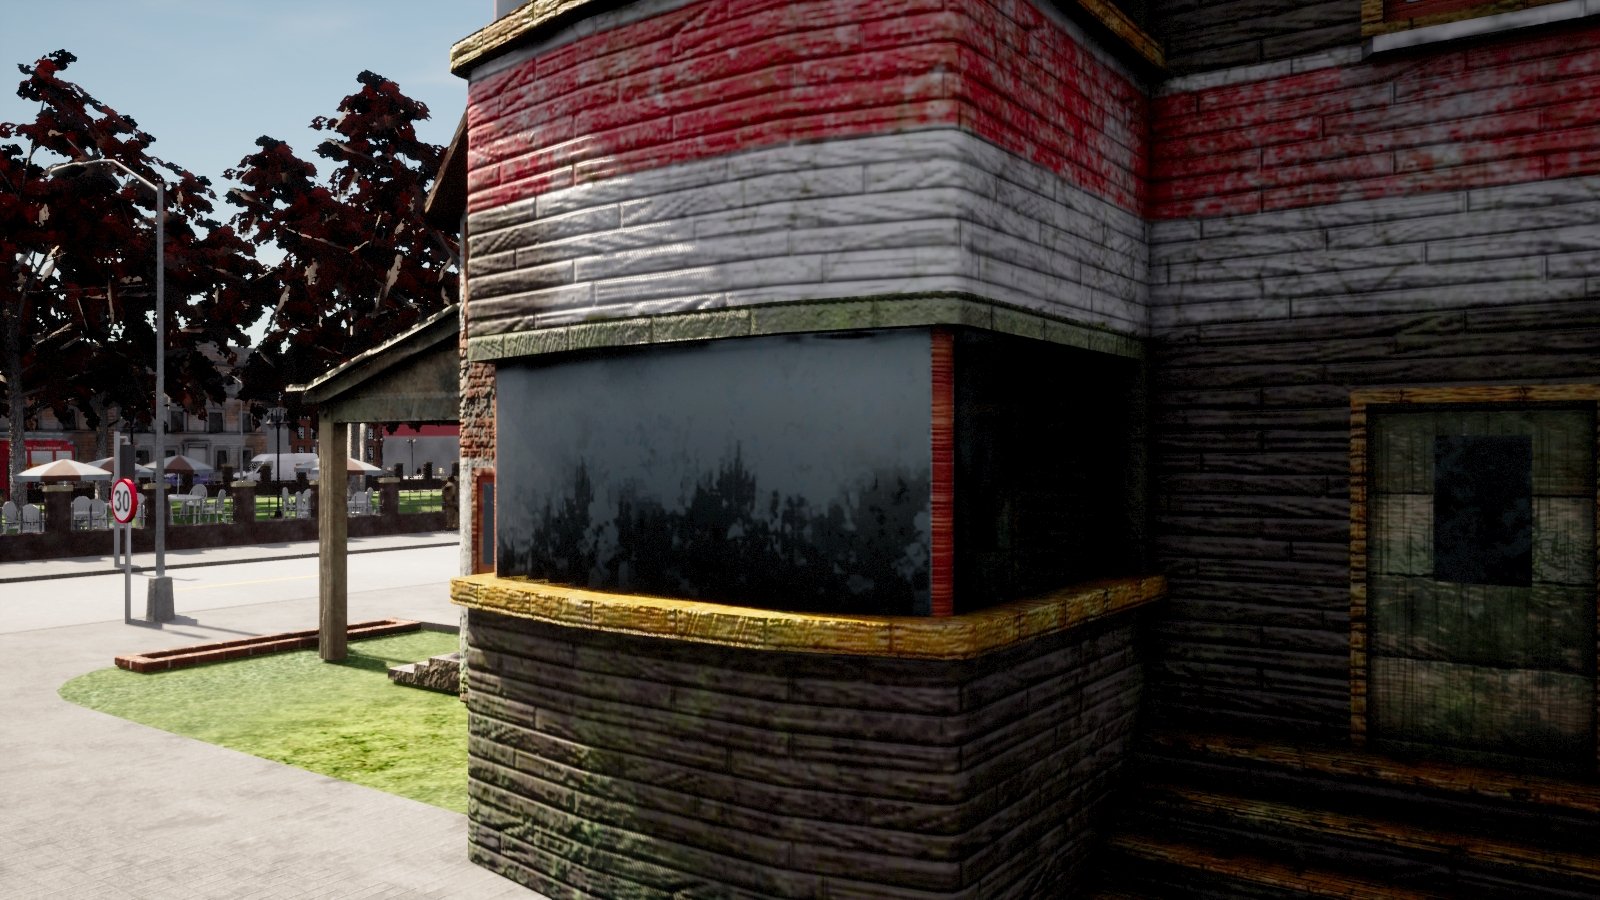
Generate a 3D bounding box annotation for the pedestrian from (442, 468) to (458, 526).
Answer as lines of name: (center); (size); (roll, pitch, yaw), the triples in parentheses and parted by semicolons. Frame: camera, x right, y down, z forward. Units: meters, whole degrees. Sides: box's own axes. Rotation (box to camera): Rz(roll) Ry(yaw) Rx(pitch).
pedestrian: (-11.444, 1.525, 37.363); (0.375, 1.860, 0.375); (0, 0, 34)
